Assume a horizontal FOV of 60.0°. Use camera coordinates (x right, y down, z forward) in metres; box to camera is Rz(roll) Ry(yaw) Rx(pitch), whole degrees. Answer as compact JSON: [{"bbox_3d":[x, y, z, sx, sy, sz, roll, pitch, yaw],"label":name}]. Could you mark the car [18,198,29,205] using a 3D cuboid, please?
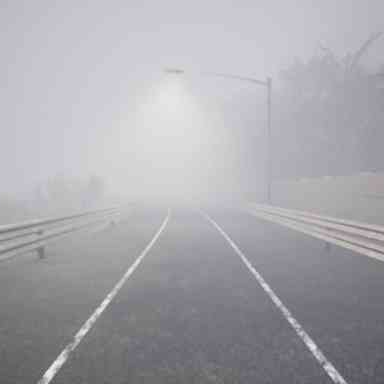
[{"bbox_3d":[-30.450,1.822,61.997,2.128,1.511,4.902,1,4,15],"label":"car"}]
